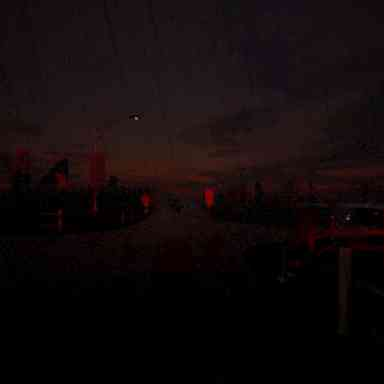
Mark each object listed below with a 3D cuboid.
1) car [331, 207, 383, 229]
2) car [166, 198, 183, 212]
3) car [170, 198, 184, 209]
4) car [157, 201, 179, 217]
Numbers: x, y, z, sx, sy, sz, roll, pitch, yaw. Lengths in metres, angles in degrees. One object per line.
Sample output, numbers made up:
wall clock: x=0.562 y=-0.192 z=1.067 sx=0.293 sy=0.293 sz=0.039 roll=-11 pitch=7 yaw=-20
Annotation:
car: x=13.192 y=1.947 z=26.192 sx=4.553 sy=1.767 sz=2.097 roll=1 pitch=-2 yaw=-19
car: x=-2.840 y=1.875 z=47.974 sx=2.150 sy=2.045 sz=5.566 roll=0 pitch=0 yaw=0
car: x=-2.789 y=2.089 z=61.875 sx=2.150 sy=2.045 sz=5.566 roll=0 pitch=-1 yaw=3
car: x=-2.841 y=2.058 z=37.766 sx=2.033 sy=1.411 sz=5.357 roll=0 pitch=-1 yaw=0
